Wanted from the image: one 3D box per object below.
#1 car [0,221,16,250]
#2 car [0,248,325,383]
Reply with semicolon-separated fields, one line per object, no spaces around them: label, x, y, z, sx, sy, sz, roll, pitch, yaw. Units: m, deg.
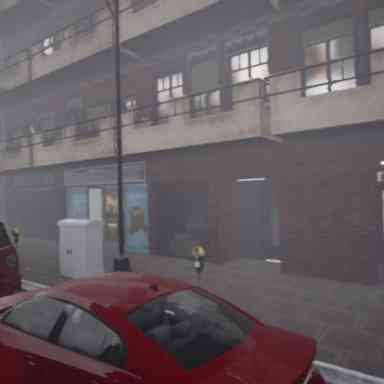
car;-5.485;1.396;6.817;5.009;1.841;2.192;-1;-1;36
car;-0.977;1.572;3.591;4.507;1.381;1.887;-1;-1;36
